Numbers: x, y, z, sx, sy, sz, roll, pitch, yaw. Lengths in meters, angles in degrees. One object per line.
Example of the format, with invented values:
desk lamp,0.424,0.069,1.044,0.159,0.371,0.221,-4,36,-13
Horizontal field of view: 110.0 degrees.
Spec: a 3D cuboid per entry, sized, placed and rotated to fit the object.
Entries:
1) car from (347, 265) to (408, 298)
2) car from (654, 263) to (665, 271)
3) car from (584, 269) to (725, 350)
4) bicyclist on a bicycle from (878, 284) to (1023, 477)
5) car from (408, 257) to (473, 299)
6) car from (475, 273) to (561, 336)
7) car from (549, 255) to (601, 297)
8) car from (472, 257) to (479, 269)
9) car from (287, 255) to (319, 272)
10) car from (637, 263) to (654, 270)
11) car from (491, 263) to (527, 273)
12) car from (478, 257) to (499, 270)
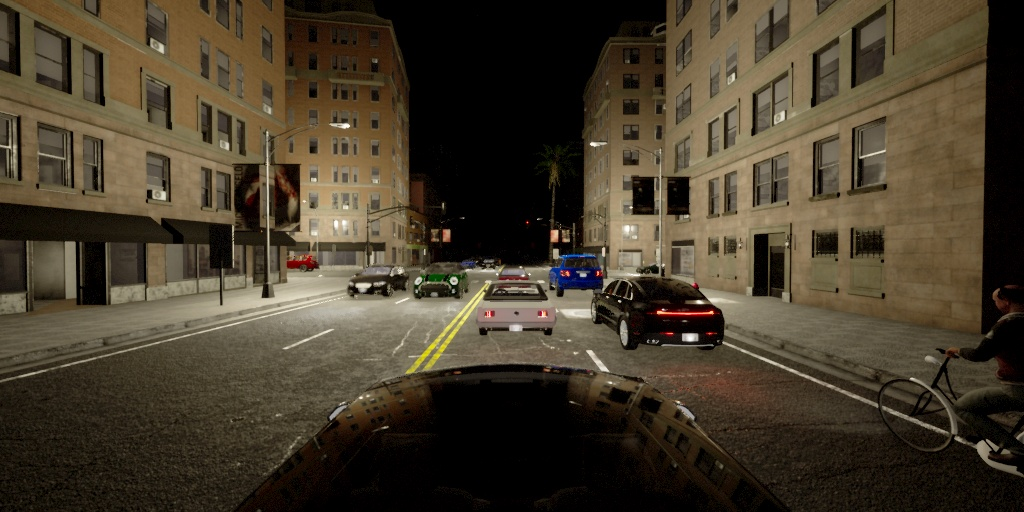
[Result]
car,-6.617,1.238,18.318,2.128,1.511,4.902,0,0,0
car,16.173,1.511,33.840,4.313,1.339,1.948,0,0,0
car,3.297,1.253,9.034,1.837,1.490,4.892,0,0,0
bicyclist on a bicycle,4.144,1.120,3.153,0.659,1.776,1.843,0,0,0
car,-3.367,1.099,17.796,2.097,1.767,4.553,0,0,0
car,0.092,1.349,10.376,1.895,1.301,4.718,0,0,0
car,3.231,0.968,18.943,2.150,2.045,5.566,0,0,0
car,-6.644,1.267,54.607,1.812,1.442,4.674,0,0,1
car,-23.936,0.834,39.290,5.009,1.841,2.192,0,0,-9
car,16.015,1.423,39.789,4.181,1.385,1.994,0,1,0
car,0.081,1.294,19.945,2.033,1.411,5.357,0,0,0
car,-3.402,1.233,53.301,2.128,1.511,4.902,0,0,0
